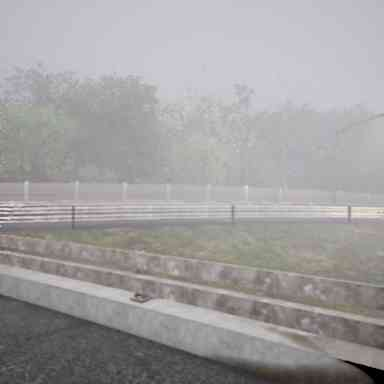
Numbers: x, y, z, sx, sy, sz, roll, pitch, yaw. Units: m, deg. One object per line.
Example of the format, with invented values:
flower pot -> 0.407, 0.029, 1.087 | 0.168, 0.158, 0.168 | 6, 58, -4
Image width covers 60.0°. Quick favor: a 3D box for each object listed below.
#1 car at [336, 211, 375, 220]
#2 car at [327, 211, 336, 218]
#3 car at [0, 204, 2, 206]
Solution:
car -> 15.923, 2.090, 33.538 | 4.718, 1.301, 1.895 | 3, -1, -19
car -> 10.860, 1.693, 31.719 | 4.718, 1.301, 1.895 | 2, -1, -20
car -> -14.787, 1.294, 22.339 | 4.674, 1.442, 1.812 | 0, 0, -18
